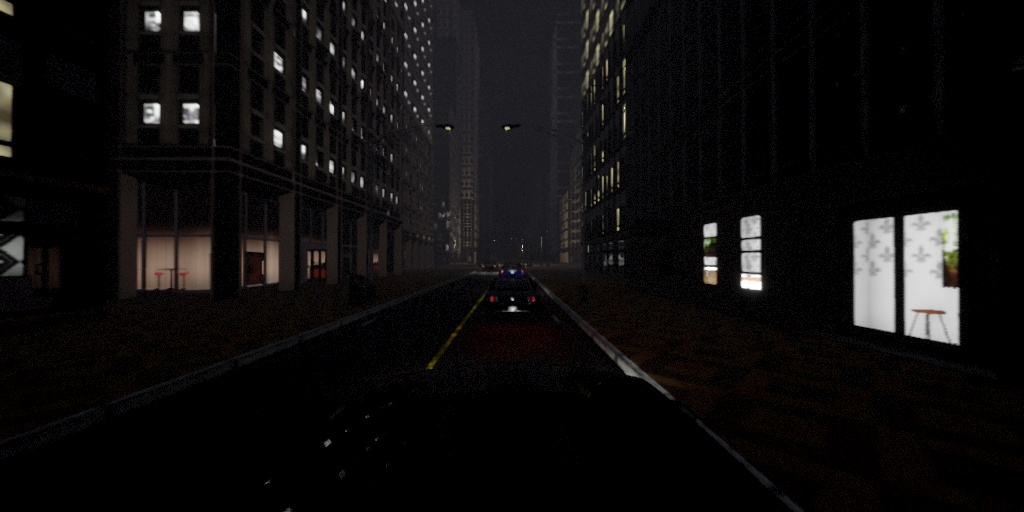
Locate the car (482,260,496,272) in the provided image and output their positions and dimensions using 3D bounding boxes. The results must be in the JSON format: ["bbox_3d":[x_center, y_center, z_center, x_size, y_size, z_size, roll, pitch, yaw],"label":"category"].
[{"bbox_3d":[-3.085,1.379,51.198,2.097,1.767,4.553,0,0,0],"label":"car"}]

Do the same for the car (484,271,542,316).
[{"bbox_3d":[0.042,1.419,13.694,1.895,1.301,4.718,0,0,0],"label":"car"}]

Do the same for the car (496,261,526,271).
[{"bbox_3d":[0.048,1.256,29.223,2.097,1.767,4.553,0,0,0],"label":"car"}]
